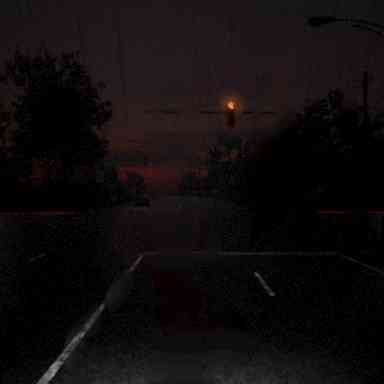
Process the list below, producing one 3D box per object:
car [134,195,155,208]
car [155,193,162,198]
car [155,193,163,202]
[{"bbox_3d":[-6.836,1.475,46.385,2.033,1.411,5.357,0,0,0],"label":"car"},{"bbox_3d":[-9.473,0.993,93.913,1.837,1.490,4.892,0,1,-9],"label":"car"},{"bbox_3d":[-7.267,1.310,69.941,1.812,1.442,4.674,0,0,-2],"label":"car"}]
